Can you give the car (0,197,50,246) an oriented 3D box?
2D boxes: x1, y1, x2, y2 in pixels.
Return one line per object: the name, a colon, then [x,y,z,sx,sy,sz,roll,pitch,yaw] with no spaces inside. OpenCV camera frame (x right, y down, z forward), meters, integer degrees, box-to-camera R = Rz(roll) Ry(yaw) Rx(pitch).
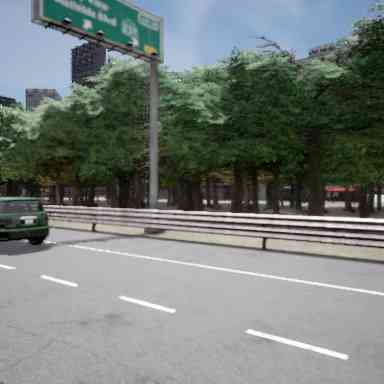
car: [-8.332,1.224,14.109,5.566,2.045,2.150,0,0,35]
